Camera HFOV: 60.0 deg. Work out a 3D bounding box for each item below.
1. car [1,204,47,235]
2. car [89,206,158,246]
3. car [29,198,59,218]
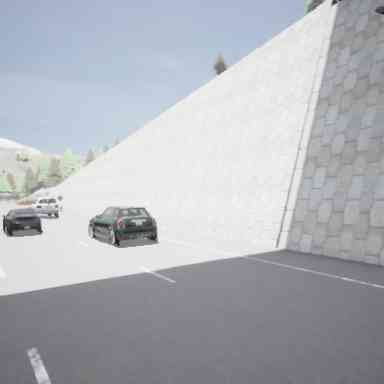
[{"bbox_3d":[-10.777,1.783,21.078,1.837,1.490,4.892,-1,0,-33],"label":"car"},{"bbox_3d":[-3.495,1.446,16.345,2.097,1.767,4.553,-1,0,-33],"label":"car"},{"bbox_3d":[-15.384,1.617,34.475,2.150,2.045,5.566,-1,0,-33],"label":"car"}]
